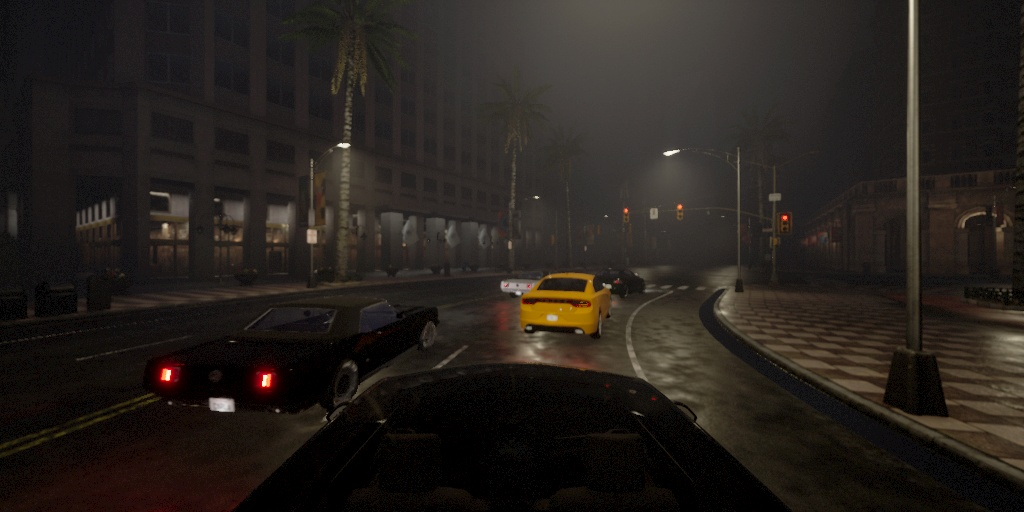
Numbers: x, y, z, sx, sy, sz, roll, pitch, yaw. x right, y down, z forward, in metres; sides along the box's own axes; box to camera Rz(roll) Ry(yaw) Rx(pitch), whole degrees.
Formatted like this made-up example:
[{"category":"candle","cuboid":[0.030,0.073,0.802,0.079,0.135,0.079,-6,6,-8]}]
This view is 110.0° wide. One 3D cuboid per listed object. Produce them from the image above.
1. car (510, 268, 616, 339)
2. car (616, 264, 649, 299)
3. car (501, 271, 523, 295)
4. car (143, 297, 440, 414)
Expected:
[{"category":"car","cuboid":[1.741,1.227,10.318,1.882,1.535,5.008,0,0,20]},{"category":"car","cuboid":[5.396,1.314,18.455,1.994,1.385,4.181,0,0,36]},{"category":"car","cuboid":[1.526,1.350,17.698,1.895,1.301,4.718,0,0,34]},{"category":"car","cuboid":[-2.852,1.350,6.139,1.895,1.301,4.718,0,0,9]}]
